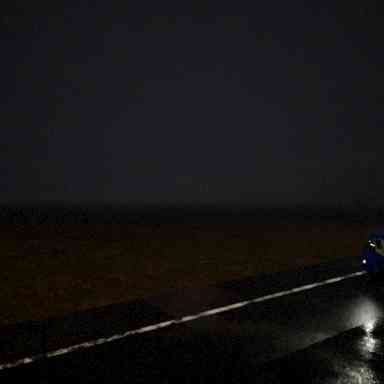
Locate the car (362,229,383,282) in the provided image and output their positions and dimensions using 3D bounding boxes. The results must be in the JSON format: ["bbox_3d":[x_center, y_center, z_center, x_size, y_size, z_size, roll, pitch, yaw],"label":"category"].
[{"bbox_3d":[6.829,1.283,8.866,5.566,2.045,2.150,0,0,-36],"label":"car"}]
